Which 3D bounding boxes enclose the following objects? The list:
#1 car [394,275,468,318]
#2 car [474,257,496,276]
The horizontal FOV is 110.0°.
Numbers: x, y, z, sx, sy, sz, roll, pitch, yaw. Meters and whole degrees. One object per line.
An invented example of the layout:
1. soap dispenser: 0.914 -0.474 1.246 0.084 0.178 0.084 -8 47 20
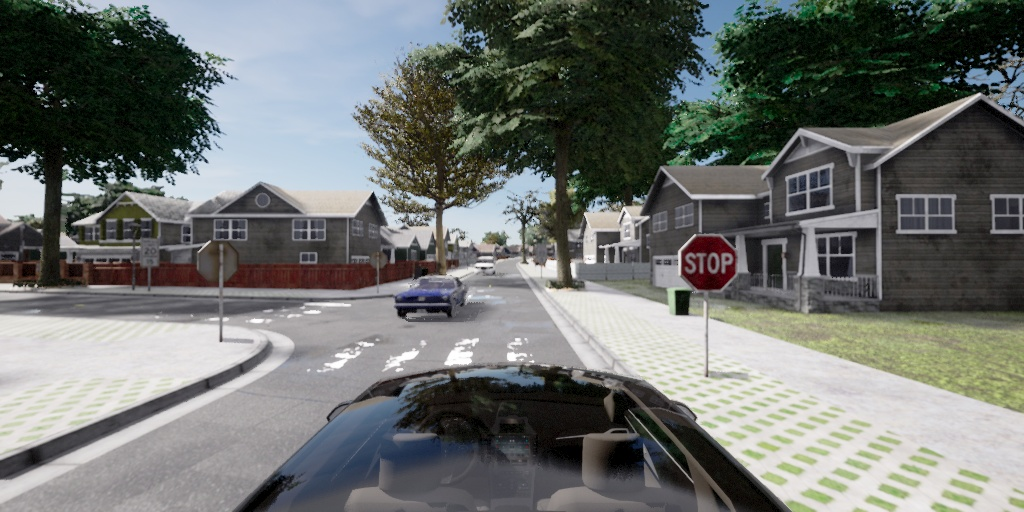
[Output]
1. car: -2.829 1.416 13.396 1.895 1.301 4.718 0 0 0
2. car: -3.000 1.162 40.518 2.150 2.045 5.566 0 2 0
